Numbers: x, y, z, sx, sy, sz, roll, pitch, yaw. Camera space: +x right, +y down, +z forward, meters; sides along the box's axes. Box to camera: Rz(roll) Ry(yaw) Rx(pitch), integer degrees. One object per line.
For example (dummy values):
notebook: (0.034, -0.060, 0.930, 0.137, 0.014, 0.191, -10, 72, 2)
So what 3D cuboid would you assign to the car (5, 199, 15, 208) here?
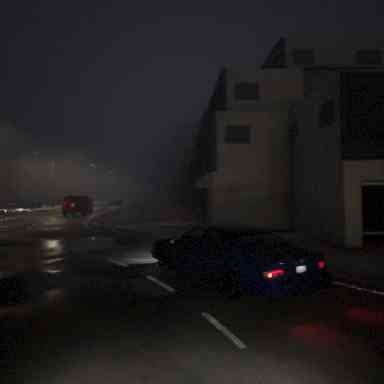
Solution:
car: (-27.644, 1.764, 52.701, 2.128, 1.511, 4.902, -1, 0, -2)

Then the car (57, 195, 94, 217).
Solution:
car: (-11.113, 1.297, 32.600, 2.150, 2.045, 5.566, -1, 0, -8)

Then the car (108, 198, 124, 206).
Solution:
car: (-12.649, 1.633, 55.686, 1.895, 1.301, 4.718, -1, 0, -3)

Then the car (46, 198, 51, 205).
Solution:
car: (-28.139, 1.843, 63.477, 1.895, 1.301, 4.718, -1, 0, -3)

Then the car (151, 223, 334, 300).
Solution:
car: (0.797, 1.511, 8.417, 2.033, 1.411, 5.357, -1, 0, -30)

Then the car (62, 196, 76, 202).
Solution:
car: (-28.835, 1.587, 77.969, 1.994, 1.385, 4.181, -1, 0, -3)

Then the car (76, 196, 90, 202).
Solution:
car: (-25.295, 1.649, 77.244, 1.895, 1.301, 4.718, -1, 0, -3)

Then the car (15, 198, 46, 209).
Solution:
car: (-24.023, 1.789, 49.595, 1.994, 1.385, 4.181, -1, 0, -2)

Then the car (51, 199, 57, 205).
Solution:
car: (-24.629, 1.720, 63.317, 1.812, 1.442, 4.674, -1, 0, -3)
